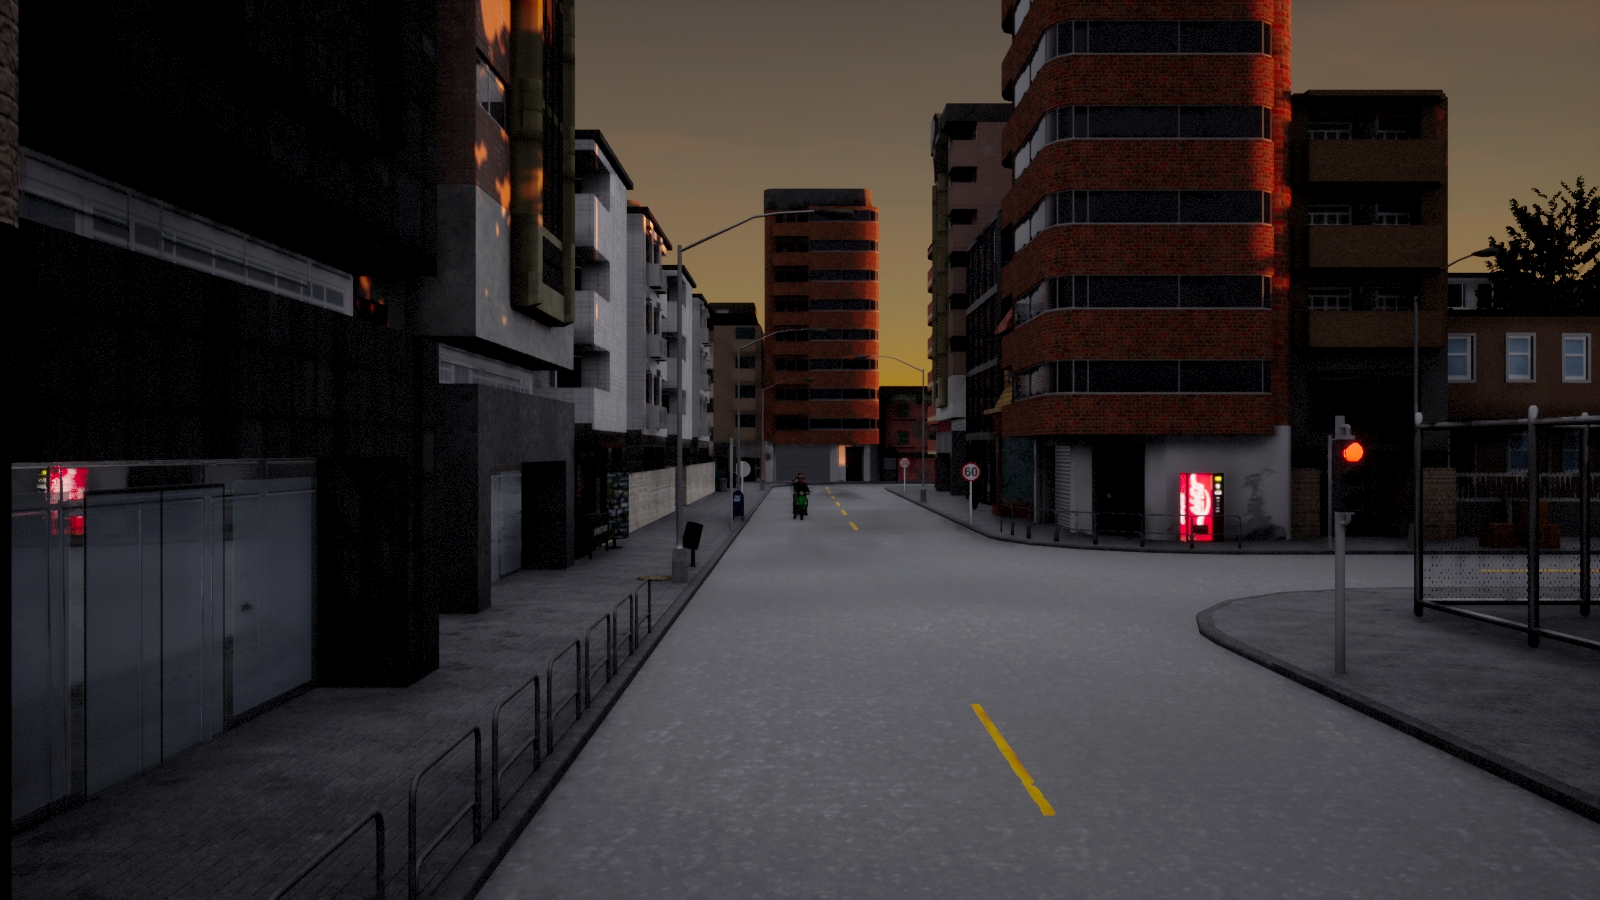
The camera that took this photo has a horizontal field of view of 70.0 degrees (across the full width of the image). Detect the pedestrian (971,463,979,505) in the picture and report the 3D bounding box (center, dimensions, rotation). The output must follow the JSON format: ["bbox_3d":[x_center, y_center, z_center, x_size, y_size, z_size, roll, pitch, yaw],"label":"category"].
[{"bbox_3d":[7.909,1.533,51.577,0.375,1.860,0.375,0,0,10],"label":"pedestrian"}]

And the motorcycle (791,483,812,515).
[{"bbox_3d":[0.063,1.970,46.521,0.856,1.236,1.805,0,0,0],"label":"motorcycle"}]

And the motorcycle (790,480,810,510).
[{"bbox_3d":[0.019,1.970,50.389,0.856,1.236,1.805,0,0,0],"label":"motorcycle"}]
